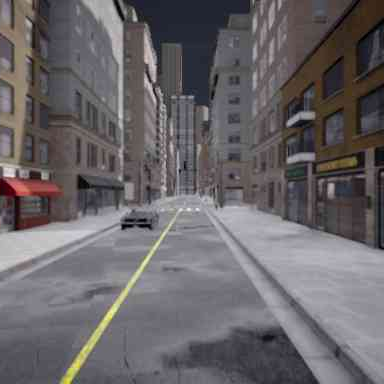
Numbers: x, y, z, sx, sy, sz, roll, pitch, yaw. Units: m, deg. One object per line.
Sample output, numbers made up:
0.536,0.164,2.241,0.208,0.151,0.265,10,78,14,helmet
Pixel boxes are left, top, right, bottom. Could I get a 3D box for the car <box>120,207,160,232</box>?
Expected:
-3.095,1.615,20.509,1.895,1.301,4.718,0,0,0,car
